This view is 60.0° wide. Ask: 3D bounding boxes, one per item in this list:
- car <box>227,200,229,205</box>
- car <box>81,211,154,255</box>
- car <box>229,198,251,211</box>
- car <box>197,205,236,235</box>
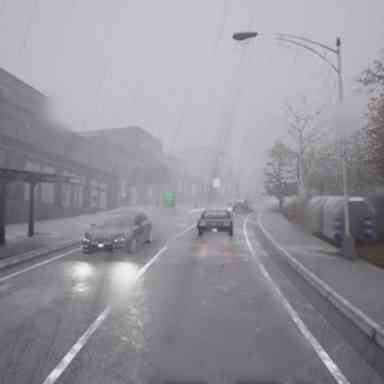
[{"bbox_3d":[7.155,1.685,55.029,2.128,1.511,4.902,-2,-1,22],"label":"car"},{"bbox_3d":[-2.866,1.580,13.729,1.837,1.490,4.892,-1,0,6],"label":"car"},{"bbox_3d":[6.205,1.590,41.228,1.837,1.490,4.892,-2,0,16],"label":"car"},{"bbox_3d":[1.436,1.661,19.146,1.895,1.301,4.718,-1,0,7],"label":"car"}]
